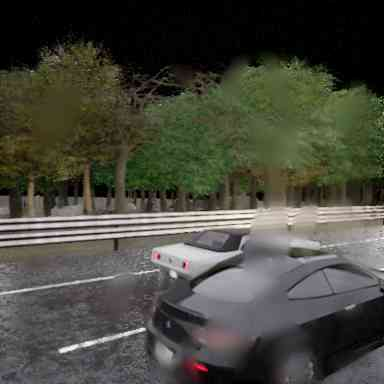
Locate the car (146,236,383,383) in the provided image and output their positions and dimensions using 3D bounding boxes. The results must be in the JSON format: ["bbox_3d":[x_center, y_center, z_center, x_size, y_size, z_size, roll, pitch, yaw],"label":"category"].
[{"bbox_3d":[1.605,1.540,4.817,4.674,1.442,1.812,0,0,-35],"label":"car"}]

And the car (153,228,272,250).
[{"bbox_3d":[1.403,1.623,8.943,4.718,1.301,1.895,0,0,-35],"label":"car"}]
